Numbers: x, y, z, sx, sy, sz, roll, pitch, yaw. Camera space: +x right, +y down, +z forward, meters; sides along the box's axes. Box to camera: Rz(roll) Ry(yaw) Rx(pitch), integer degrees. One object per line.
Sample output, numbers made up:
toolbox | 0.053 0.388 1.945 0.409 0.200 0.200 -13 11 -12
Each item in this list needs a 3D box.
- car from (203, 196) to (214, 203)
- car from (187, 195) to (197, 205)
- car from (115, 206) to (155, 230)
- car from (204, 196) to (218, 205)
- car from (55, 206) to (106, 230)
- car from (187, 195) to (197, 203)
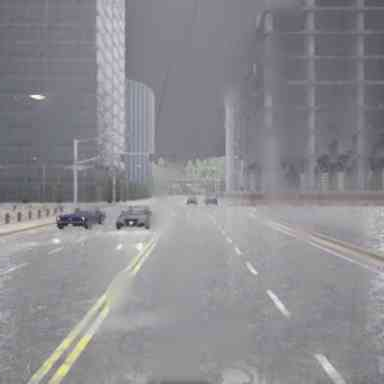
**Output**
car | 3.498 1.503 70.040 2.033 1.411 5.357 0 0 0
car | -0.003 1.653 59.951 1.895 1.301 4.718 0 0 0
car | -3.509 1.584 21.191 1.994 1.385 4.181 0 0 0
car | 3.523 1.530 59.739 1.882 1.535 5.008 0 0 0
car | -7.005 1.620 21.376 1.895 1.301 4.718 0 0 0
car | -0.002 1.464 70.040 1.837 1.490 4.892 0 0 0
